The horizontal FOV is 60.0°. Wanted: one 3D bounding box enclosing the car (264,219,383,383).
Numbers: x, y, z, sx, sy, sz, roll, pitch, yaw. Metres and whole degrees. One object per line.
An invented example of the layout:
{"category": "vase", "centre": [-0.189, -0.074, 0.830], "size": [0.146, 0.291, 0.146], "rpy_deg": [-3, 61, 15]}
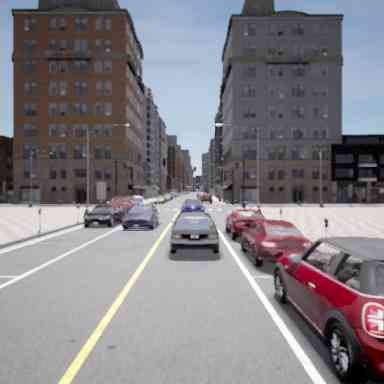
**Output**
{"category": "car", "centre": [2.667, 1.433, 5.433], "size": [1.967, 1.590, 4.097], "rpy_deg": [0, 0, 0]}

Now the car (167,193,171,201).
{"category": "car", "centre": [-5.857, 1.398, 66.330], "size": [1.947, 1.339, 4.313], "rpy_deg": [0, 0, 0]}

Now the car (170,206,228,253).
{"category": "car", "centre": [0.094, 1.529, 13.577], "size": [2.033, 1.411, 5.357], "rpy_deg": [0, 0, 0]}

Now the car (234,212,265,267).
{"category": "car", "centre": [2.667, 1.567, 11.073], "size": [1.802, 1.307, 4.206], "rpy_deg": [0, 0, 0]}

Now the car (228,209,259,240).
{"category": "car", "centre": [2.667, 1.522, 16.712], "size": [1.887, 1.381, 4.507], "rpy_deg": [0, 0, 0]}

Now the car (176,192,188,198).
{"category": "car", "centre": [-3.000, 0.680, 95.209], "size": [2.097, 1.767, 4.553], "rpy_deg": [0, 0, 0]}

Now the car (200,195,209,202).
{"category": "car", "centre": [2.669, 1.354, 71.960], "size": [1.887, 1.381, 4.507], "rpy_deg": [0, 0, 0]}

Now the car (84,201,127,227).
{"category": "car", "centre": [-5.859, 1.536, 22.377], "size": [1.947, 1.339, 4.313], "rpy_deg": [0, 0, 0]}

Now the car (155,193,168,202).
{"category": "car", "centre": [-5.857, 1.381, 60.504], "size": [1.752, 1.417, 4.829], "rpy_deg": [0, 0, 0]}

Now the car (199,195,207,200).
{"category": "car", "centre": [2.669, 1.344, 83.273], "size": [1.802, 1.307, 4.206], "rpy_deg": [0, 0, 0]}

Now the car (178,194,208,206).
{"category": "car", "centre": [0.092, 1.311, 29.910], "size": [2.097, 1.767, 4.553], "rpy_deg": [0, 0, 0]}

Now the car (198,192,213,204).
{"category": "car", "centre": [2.669, 1.169, 60.646], "size": [2.192, 1.841, 5.009], "rpy_deg": [0, 0, 0]}

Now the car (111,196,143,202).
{"category": "car", "centre": [-5.858, 1.277, 28.017], "size": [2.192, 1.841, 5.009], "rpy_deg": [0, 0, 0]}

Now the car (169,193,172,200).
{"category": "car", "centre": [-5.857, 1.335, 71.814], "size": [1.752, 1.417, 4.829], "rpy_deg": [0, 0, 0]}

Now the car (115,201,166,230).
{"category": "car", "centre": [-3.097, 1.519, 21.155], "size": [2.033, 1.411, 5.357], "rpy_deg": [0, 0, 0]}

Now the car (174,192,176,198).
{"category": "car", "centre": [-5.856, 1.077, 83.294], "size": [2.192, 1.841, 5.009], "rpy_deg": [0, 0, 0]}

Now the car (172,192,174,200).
{"category": "car", "centre": [-5.857, 1.312, 77.469], "size": [1.752, 1.417, 4.829], "rpy_deg": [0, 0, 0]}
